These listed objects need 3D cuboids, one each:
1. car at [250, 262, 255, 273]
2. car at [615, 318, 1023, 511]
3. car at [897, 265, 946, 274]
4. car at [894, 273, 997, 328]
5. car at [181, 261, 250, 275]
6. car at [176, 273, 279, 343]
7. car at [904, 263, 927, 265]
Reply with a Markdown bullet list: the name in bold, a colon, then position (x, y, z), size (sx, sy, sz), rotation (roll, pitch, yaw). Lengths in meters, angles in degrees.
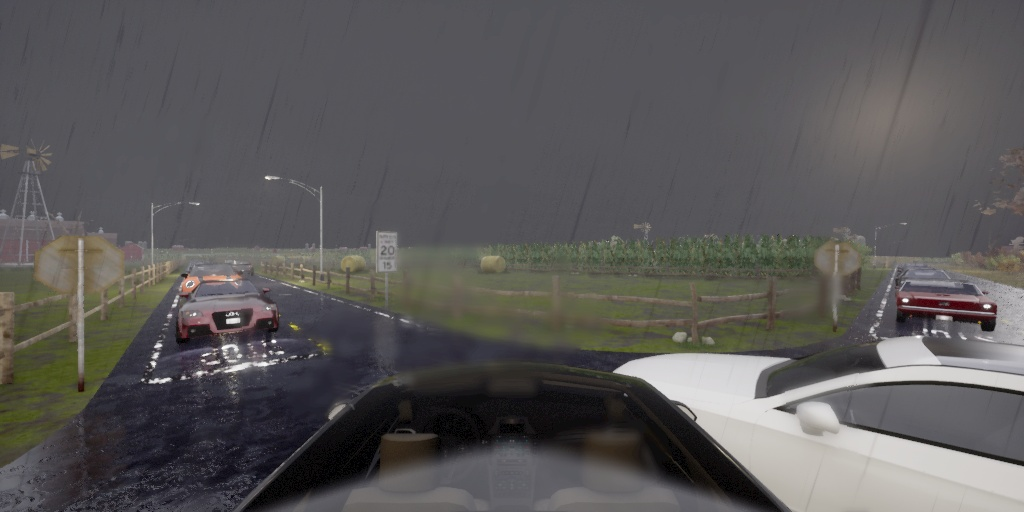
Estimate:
- **car**: position (-26.918, 1.273, 35.700), size (2.128, 1.511, 4.902), rotation (0, 0, -41)
- **car**: position (2.842, 1.294, 2.347), size (1.812, 1.442, 4.674), rotation (0, 1, -44)
- **car**: position (20.627, 1.357, 17.940), size (5.357, 1.411, 2.033), rotation (0, 1, -43)
- **car**: position (13.538, 1.394, 11.389), size (4.718, 1.301, 1.895), rotation (0, 1, -43)
- **car**: position (-13.688, 1.136, 16.447), size (2.097, 1.767, 4.553), rotation (0, 0, -42)
- **car**: position (-7.923, 1.353, 9.953), size (1.994, 1.385, 4.181), rotation (0, 0, -42)
- **car**: position (27.393, 1.392, 24.182), size (4.181, 1.385, 1.994), rotation (0, 1, -43)
